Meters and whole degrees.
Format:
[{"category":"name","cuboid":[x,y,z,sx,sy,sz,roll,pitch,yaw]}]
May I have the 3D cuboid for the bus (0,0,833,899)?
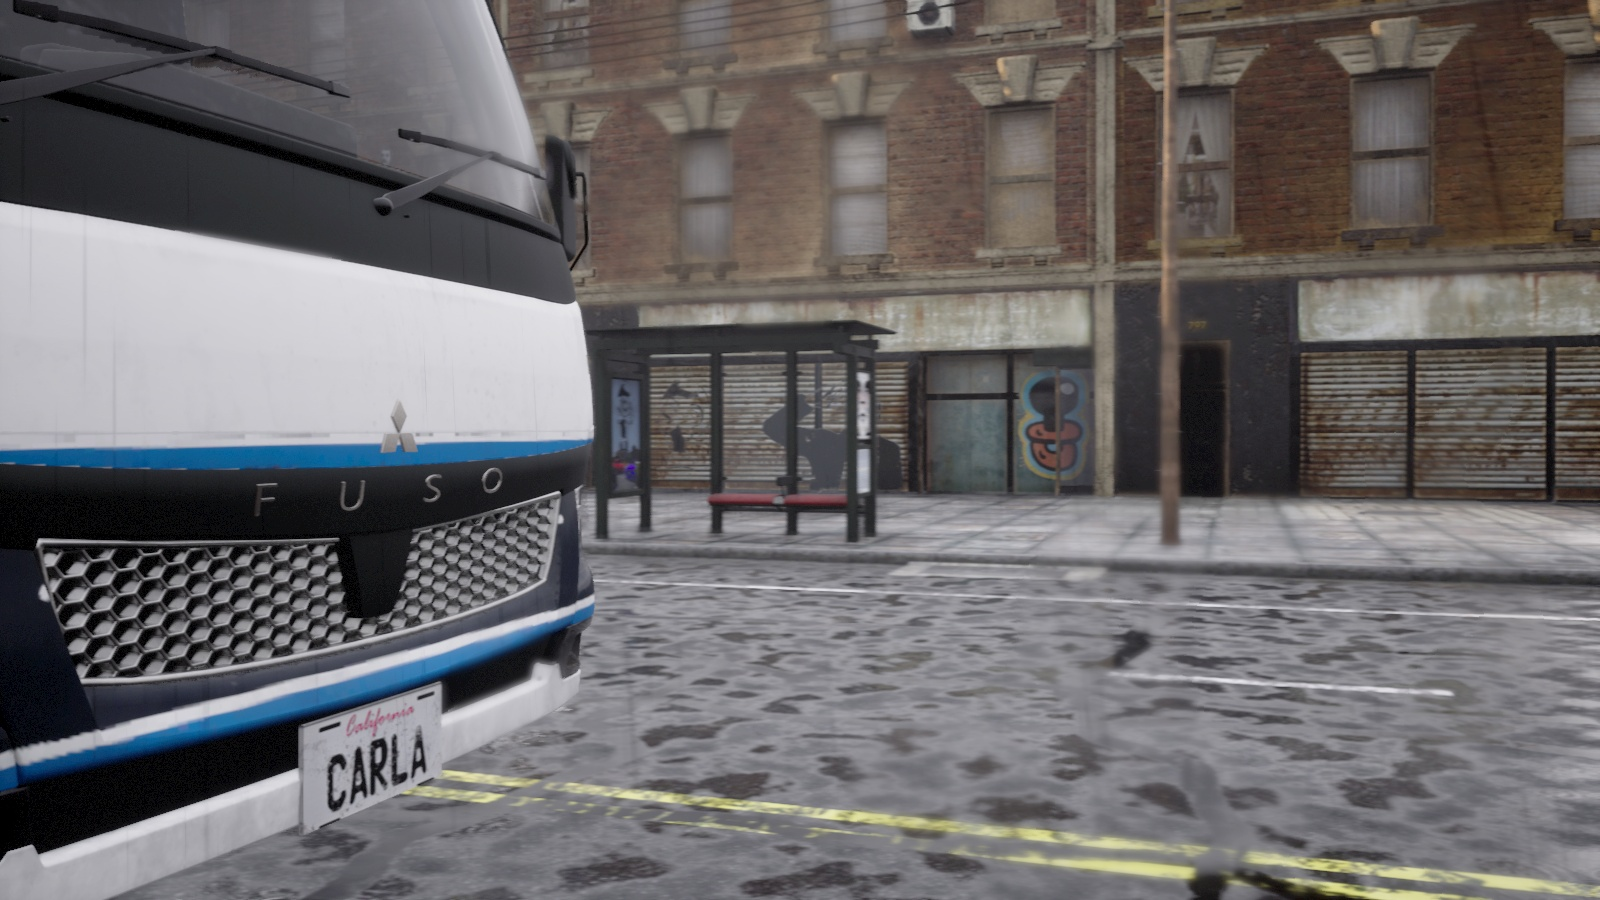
[{"category":"bus","cuboid":[-5.367,-0.650,5.030,10.273,4.253,3.944,1,1,19]}]
